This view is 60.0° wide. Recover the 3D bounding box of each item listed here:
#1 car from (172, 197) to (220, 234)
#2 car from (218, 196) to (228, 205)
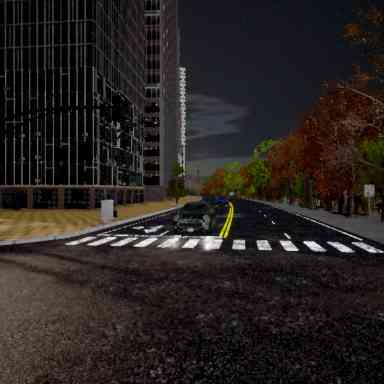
[{"bbox_3d":[0.250,1.349,19.128,2.097,1.767,4.553,0,0,8],"label":"car"},{"bbox_3d":[5.213,1.459,58.026,1.882,1.535,5.008,0,0,6],"label":"car"}]
